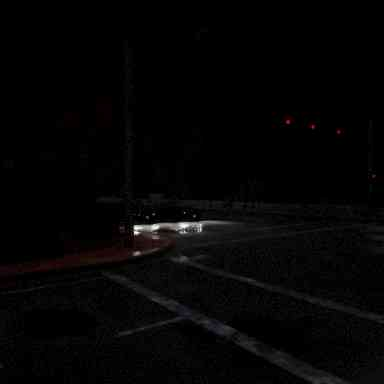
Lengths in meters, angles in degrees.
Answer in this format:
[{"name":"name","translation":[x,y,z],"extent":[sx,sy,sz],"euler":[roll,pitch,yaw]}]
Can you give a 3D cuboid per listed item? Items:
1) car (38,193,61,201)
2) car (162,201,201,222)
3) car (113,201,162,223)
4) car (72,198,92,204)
[{"name":"car","translation":[-18.615,1.175,43.098],"extent":[2.150,2.045,5.566],"euler":[0,0,-37]},{"name":"car","translation":[-1.230,1.457,25.789],"extent":[1.812,1.442,4.674],"euler":[0,0,-37]},{"name":"car","translation":[-4.428,1.453,24.181],"extent":[1.837,1.490,4.892],"euler":[0,0,-37]},{"name":"car","translation":[-14.306,1.498,43.178],"extent":[1.994,1.385,4.181],"euler":[0,0,-37]}]
